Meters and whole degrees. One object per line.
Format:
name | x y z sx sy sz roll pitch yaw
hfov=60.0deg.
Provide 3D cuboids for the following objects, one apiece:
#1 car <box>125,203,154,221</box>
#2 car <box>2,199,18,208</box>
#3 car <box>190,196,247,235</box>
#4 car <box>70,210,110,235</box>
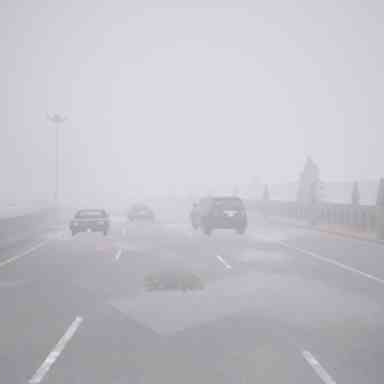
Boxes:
car | -4.438 1.630 27.834 1.994 1.385 4.181 0 0 -16
car | -29.832 1.807 54.441 1.994 1.385 4.181 0 0 -36
car | 1.397 1.256 19.185 2.150 2.045 5.566 0 0 -11
car | -5.739 1.653 19.144 1.895 1.301 4.718 0 0 -12
